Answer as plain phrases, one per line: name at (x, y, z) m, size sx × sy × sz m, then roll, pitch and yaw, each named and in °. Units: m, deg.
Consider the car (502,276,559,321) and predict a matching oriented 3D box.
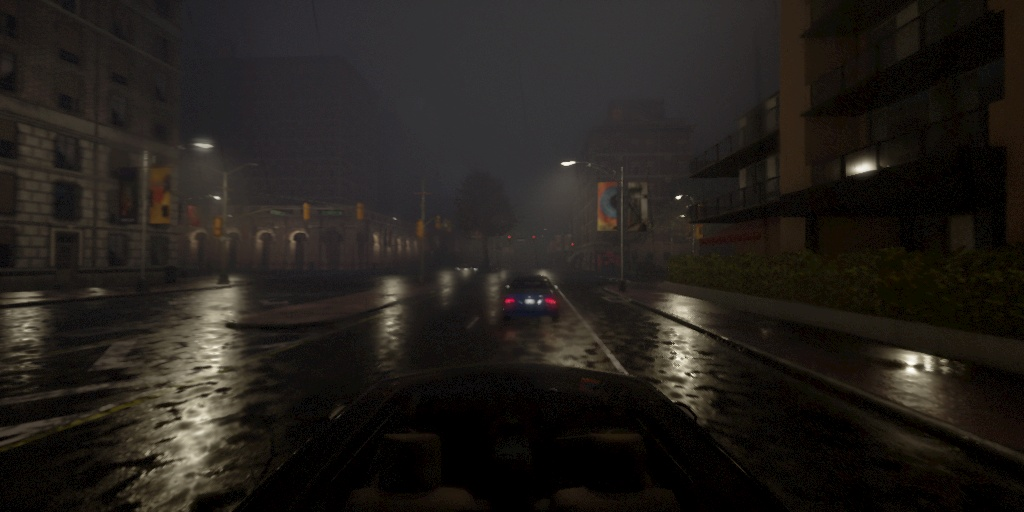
car at (0.715, 1.417, 13.069) m, size 2.033 × 1.411 × 5.357 m, roll 0°, pitch -1°, yaw 4°
